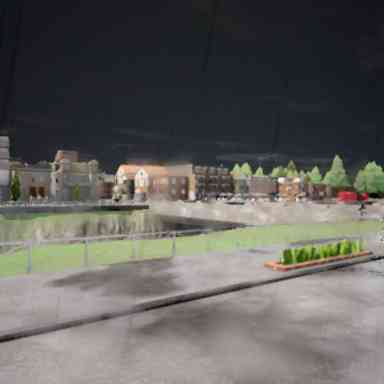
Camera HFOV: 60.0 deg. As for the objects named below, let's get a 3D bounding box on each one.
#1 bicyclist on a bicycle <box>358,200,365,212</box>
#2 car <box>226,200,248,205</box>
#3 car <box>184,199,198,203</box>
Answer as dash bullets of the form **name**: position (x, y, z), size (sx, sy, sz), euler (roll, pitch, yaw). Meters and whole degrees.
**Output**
- **bicyclist on a bicycle**: position (22.688, 1.834, 44.496), size (1.656, 1.620, 0.582), euler (0, 0, -35)
- **car**: position (8.022, 2.040, 57.656), size (1.895, 1.301, 4.718), euler (1, 0, -35)
- **car**: position (0.093, 1.960, 61.853), size (1.994, 1.385, 4.181), euler (1, -1, -35)
